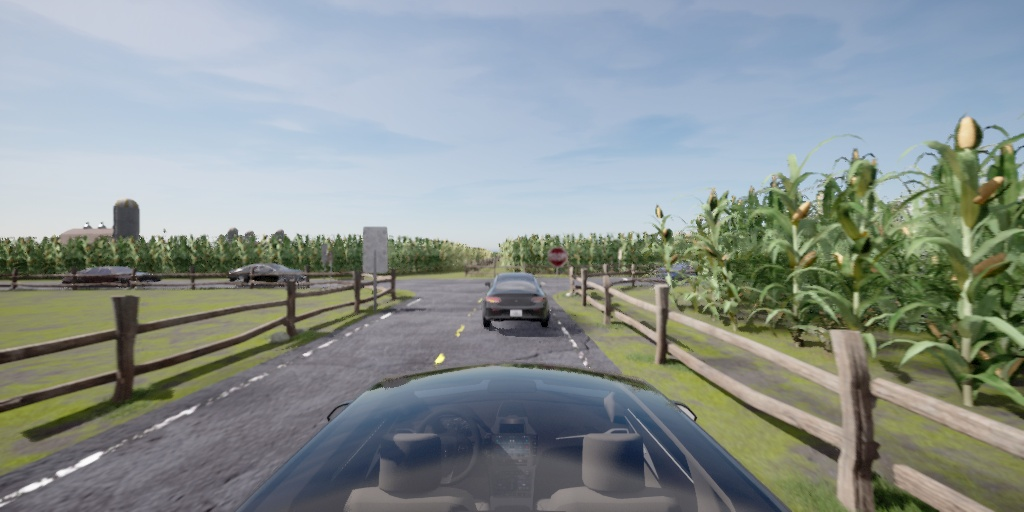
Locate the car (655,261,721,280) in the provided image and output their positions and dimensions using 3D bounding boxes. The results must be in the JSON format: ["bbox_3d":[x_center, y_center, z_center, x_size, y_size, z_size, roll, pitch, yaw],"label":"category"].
[{"bbox_3d":[13.625,1.104,27.962,4.181,1.385,1.994,0,1,0],"label":"car"}]

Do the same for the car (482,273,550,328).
[{"bbox_3d":[0.104,1.241,11.179,1.812,1.442,4.674,0,0,0],"label":"car"}]

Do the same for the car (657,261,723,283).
[{"bbox_3d":[13.463,1.115,25.338,5.357,1.411,2.033,0,1,5],"label":"car"}]

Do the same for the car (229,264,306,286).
[{"bbox_3d":[-16.934,1.288,25.053,4.902,1.511,2.128,-1,1,0],"label":"car"}]

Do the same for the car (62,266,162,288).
[{"bbox_3d":[-27.898,1.433,25.075,5.357,1.411,2.033,0,1,0],"label":"car"}]
